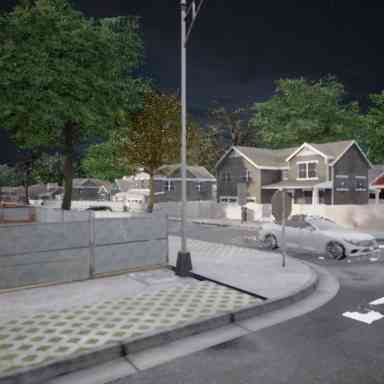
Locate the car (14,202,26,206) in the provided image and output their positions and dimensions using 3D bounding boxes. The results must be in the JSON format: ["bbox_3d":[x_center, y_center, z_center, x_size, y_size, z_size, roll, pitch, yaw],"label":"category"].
[{"bbox_3d":[-35.080,2.702,67.657,2.033,1.411,5.357,0,-1,-36],"label":"car"}]

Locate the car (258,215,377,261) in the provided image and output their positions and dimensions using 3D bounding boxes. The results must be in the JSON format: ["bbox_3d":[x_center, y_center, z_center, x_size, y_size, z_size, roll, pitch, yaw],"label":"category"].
[{"bbox_3d":[4.675,1.660,13.084,1.812,1.442,4.674,0,-1,-36],"label":"car"}]

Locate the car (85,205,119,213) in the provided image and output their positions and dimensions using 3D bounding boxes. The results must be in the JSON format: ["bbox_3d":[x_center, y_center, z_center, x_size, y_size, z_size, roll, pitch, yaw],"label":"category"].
[{"bbox_3d":[-8.413,1.982,31.049,1.882,1.535,5.008,0,-1,-36],"label":"car"}]
